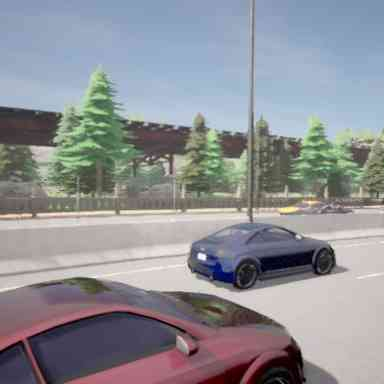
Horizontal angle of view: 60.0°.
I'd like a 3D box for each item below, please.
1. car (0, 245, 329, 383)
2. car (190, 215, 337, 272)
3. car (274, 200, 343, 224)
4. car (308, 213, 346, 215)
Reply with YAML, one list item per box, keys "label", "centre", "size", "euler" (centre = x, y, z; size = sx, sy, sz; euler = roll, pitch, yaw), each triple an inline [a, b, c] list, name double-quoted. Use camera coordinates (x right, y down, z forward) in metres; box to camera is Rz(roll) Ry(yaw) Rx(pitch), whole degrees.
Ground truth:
- label: "car"
  centre: [-0.865, 1.537, 3.018]
  size: [4.181, 1.385, 1.994]
  euler: [0, 0, -35]
- label: "car"
  centre: [1.951, 1.536, 9.022]
  size: [4.181, 1.385, 1.994]
  euler: [0, 0, -31]
- label: "car"
  centre: [8.768, 1.438, 24.957]
  size: [5.008, 1.535, 1.882]
  euler: [0, 0, -27]
- label: "car"
  centre: [7.902, 1.465, 20.581]
  size: [4.902, 1.511, 2.128]
  euler: [0, 0, -28]
